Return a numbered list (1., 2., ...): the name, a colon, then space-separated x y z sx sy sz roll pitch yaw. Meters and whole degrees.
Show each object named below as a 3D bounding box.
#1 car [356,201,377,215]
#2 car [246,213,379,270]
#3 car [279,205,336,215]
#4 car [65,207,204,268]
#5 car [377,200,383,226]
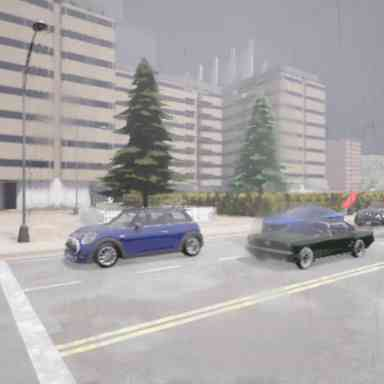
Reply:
1. car: 12.548 1.309 21.524 4.553 1.767 2.097 0 0 -36
2. car: 4.031 1.582 11.147 4.718 1.301 1.895 0 0 -35
3. car: 5.612 1.451 16.583 5.008 1.535 1.882 0 0 -35
4. car: -1.863 1.342 11.332 4.553 1.767 2.097 0 0 -34
5. car: 11.963 1.185 16.795 5.566 2.045 2.150 0 0 -35
